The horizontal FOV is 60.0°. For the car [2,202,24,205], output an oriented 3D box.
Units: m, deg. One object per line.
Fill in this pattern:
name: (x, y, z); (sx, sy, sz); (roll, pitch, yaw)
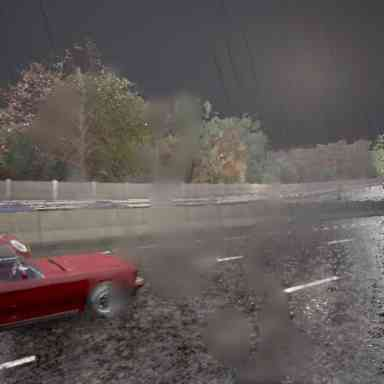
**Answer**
car: (-15.149, 1.563, 27.565); (4.181, 1.385, 1.994); (0, 0, -35)

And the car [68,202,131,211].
car: (-7.778, 1.546, 28.482); (5.357, 1.411, 2.033); (0, 0, -35)

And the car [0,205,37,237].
car: (-6.293, 1.352, 7.859); (4.553, 1.767, 2.097); (0, 0, -36)

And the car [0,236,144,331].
car: (-3.270, 1.601, 5.717); (4.718, 1.301, 1.895); (0, 0, -35)
